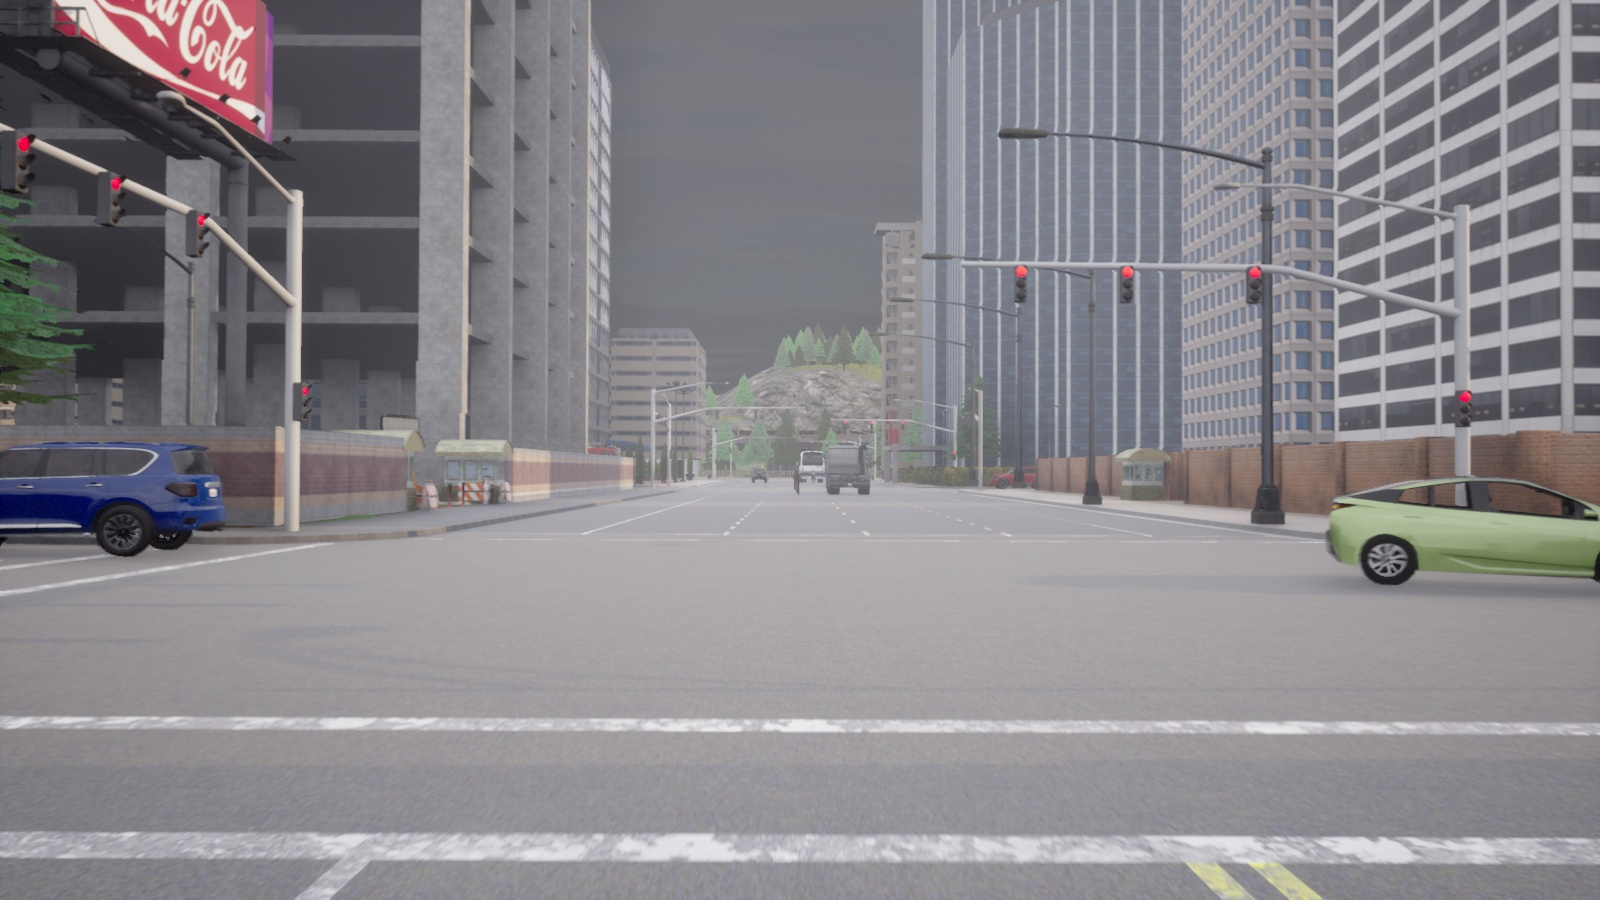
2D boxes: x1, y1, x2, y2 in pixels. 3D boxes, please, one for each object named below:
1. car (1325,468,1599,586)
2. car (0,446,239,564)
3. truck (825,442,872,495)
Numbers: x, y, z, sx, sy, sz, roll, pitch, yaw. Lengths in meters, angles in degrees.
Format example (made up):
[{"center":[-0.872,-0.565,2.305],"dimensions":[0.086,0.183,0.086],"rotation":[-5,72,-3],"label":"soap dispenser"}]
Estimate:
[{"center":[9.852,1.017,17.609],"dimensions":[4.514,1.525,2.007],"rotation":[-1,-1,25],"label":"car"},{"center":[-13.541,0.972,22.979],"dimensions":[5.566,2.045,2.150],"rotation":[0,-1,-6],"label":"car"},{"center":[3.290,1.273,86.806],"dimensions":[2.891,3.462,7.936],"rotation":[0,-1,0],"label":"truck"}]
